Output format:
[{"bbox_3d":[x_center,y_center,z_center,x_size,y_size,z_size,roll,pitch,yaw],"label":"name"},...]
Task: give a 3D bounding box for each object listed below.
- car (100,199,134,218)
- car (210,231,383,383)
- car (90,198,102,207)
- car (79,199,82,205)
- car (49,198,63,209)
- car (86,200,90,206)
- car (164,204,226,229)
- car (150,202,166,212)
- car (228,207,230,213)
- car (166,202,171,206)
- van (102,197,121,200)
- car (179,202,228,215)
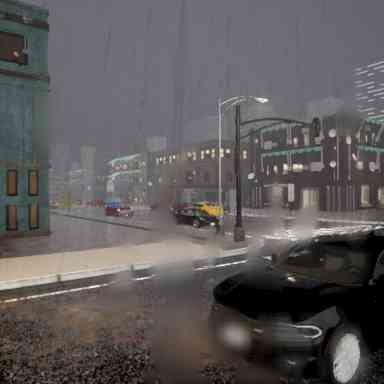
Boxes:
[{"bbox_3d":[-7.804,1.846,35.521,1.967,1.590,4.097,-1,0,-35],"label":"car"},{"bbox_3d":[2.557,1.477,5.494,5.008,1.535,1.882,0,0,-35],"label":"car"},{"bbox_3d":[-16.959,1.940,62.953,2.192,1.841,5.009,-1,0,-35],"label":"car"},{"bbox_3d":[-26.548,2.364,76.507,1.947,1.339,4.313,-1,0,-35],"label":"car"},{"bbox_3d":[-23.694,2.233,57.971,1.752,1.417,4.829,-1,0,-35],"label":"car"},{"bbox_3d":[-20.152,2.228,67.471,1.887,1.381,4.507,-1,0,-35],"label":"car"},{"bbox_3d":[0.118,1.814,24.125,1.947,1.339,4.313,-1,0,-35],"label":"car"},{"bbox_3d":[-4.160,1.966,44.883,1.802,1.307,4.206,-1,0,-35],"label":"car"},{"bbox_3d":[2.235,1.810,35.847,2.008,1.369,4.403,-2,0,-35],"label":"car"},{"bbox_3d":[-0.962,1.904,40.366,1.802,1.307,4.206,-2,0,-35],"label":"car"},{"bbox_3d":[-13.760,1.907,58.435,1.690,1.788,3.998,-1,0,-35],"label":"van"},{"bbox_3d":[0.969,1.745,33.098,1.882,1.535,5.008,-1,0,-35],"label":"car"}]
